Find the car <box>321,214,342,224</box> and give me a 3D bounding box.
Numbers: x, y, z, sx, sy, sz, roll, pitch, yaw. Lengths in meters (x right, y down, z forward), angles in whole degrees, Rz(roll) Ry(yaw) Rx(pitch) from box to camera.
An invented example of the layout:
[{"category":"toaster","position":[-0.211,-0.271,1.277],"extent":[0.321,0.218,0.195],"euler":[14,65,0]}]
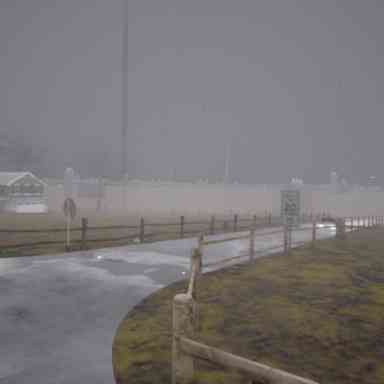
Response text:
[{"category":"car","position":[19.366,3.741,46.245],"extent":[1.895,1.301,4.718],"euler":[1,-2,35]}]
